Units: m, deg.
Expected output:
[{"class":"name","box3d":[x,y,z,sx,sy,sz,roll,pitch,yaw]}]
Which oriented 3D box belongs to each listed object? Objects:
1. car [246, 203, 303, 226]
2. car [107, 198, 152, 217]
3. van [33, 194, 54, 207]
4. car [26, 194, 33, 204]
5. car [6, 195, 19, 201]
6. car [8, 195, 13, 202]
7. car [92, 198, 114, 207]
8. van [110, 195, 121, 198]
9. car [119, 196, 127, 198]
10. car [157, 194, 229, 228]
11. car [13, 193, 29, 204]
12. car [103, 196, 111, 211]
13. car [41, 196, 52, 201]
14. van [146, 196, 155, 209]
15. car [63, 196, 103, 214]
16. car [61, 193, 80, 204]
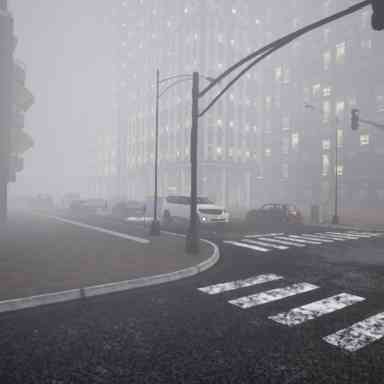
[{"class":"car","box3d":[5.793,1.505,23.949,1.967,1.590,4.097,1,-1,-35]},{"class":"car","box3d":[-5.771,1.498,30.252,1.994,1.385,4.181,1,-1,-35]},{"class":"van","box3d":[-20.646,1.197,46.747,1.690,1.788,3.998,1,-1,-35]},{"class":"car","box3d":[-23.918,1.432,51.352,1.802,1.307,4.206,1,-1,-35]},{"class":"car","box3d":[-40.255,1.378,74.390,2.008,1.369,4.403,1,-1,-35]},{"class":"car","box3d":[-36.988,1.397,69.783,1.947,1.339,4.313,1,-1,-35]},{"class":"car","box3d":[-13.816,1.587,51.592,1.947,1.339,4.313,1,-1,-35]},{"class":"van","box3d":[-10.543,1.368,46.987,1.690,1.788,3.998,1,-1,-35]},{"class":"car","box3d":[-7.280,1.584,42.377,2.008,1.369,4.403,1,-1,-35]},{"class":"car","box3d":[0.012,1.170,22.098,2.150,2.045,5.566,1,-1,-35]},{"class":"car","box3d":[-30.449,1.155,60.570,2.192,1.841,5.009,1,-1,-35]},{"class":"car","box3d":[-11.650,1.468,38.546,2.033,1.411,5.357,1,-1,-35]},{"class":"car","box3d":[-36.690,1.571,83.844,1.802,1.307,4.206,1,-1,-35]},{"class":"van","box3d":[-4.008,1.382,37.772,1.690,1.788,3.998,1,-1,-35]},{"class":"car","box3d":[-10.847,1.427,32.923,2.008,1.369,4.403,1,-1,-35]},{"class":"car","box3d":[-20.455,1.182,56.316,2.150,2.045,5.566,1,-1,-35]}]
